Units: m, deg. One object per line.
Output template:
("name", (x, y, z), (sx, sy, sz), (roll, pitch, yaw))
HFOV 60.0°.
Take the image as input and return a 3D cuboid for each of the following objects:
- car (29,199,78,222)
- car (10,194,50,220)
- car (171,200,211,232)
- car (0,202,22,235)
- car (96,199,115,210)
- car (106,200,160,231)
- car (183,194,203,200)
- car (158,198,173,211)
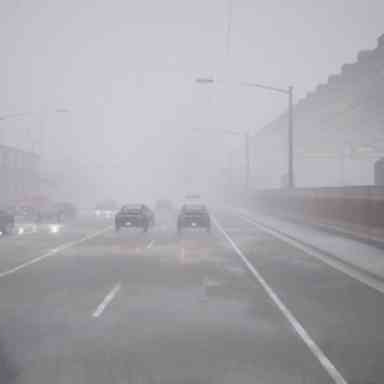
("car", (-10.574, 1.499, 26.296), (1.837, 1.490, 4.892), (0, 0, 0))
("car", (-14.059, 1.214, 28.639), (2.150, 2.045, 5.566), (0, 0, 0))
("car", (0.108, 1.487, 20.088), (2.128, 1.511, 4.902), (0, 0, 0))
("car", (-10.580, 1.474, 16.112), (1.882, 1.535, 5.008), (0, 0, 0))
("car", (-10.484, 1.576, 41.354), (1.994, 1.385, 4.181), (0, 0, 0))
("car", (-3.392, 1.487, 20.280), (2.128, 1.511, 4.902), (0, 0, 0))
("car", (0.115, 1.212, 40.068), (2.150, 2.045, 5.566), (0, 0, 0))
("car", (-3.385, 1.495, 40.502), (1.837, 1.490, 4.892), (0, 0, 0))
